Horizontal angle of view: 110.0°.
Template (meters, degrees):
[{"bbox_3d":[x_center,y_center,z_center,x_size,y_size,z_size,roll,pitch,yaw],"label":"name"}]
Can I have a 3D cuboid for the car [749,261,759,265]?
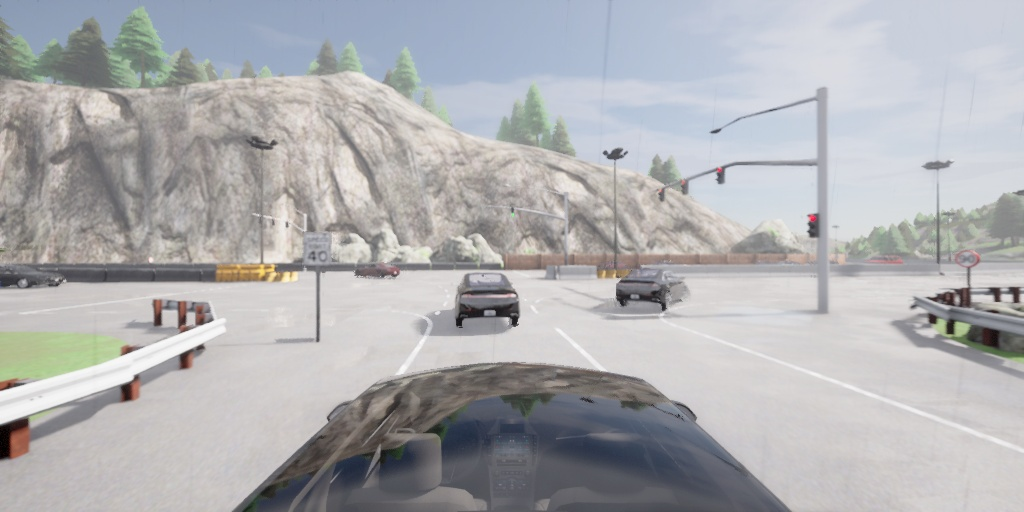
[{"bbox_3d":[37.136,1.376,52.947,4.181,1.385,1.994,0,0,-6],"label":"car"}]

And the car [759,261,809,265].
[{"bbox_3d":[34.623,1.323,45.668,4.674,1.442,1.812,0,0,-7],"label":"car"}]

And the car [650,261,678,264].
[{"bbox_3d":[17.957,1.314,43.633,4.902,1.511,2.128,0,0,-7],"label":"car"}]

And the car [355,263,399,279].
[{"bbox_3d":[-12.930,1.383,34.442,4.674,1.442,1.812,0,-1,27],"label":"car"}]

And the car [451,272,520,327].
[{"bbox_3d":[-0.939,1.275,11.733,2.128,1.511,4.902,0,0,-9],"label":"car"}]

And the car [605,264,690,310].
[{"bbox_3d":[5.949,1.267,14.996,2.128,1.511,4.902,-1,-1,37],"label":"car"}]

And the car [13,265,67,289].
[{"bbox_3d":[-32.322,1.330,23.280,4.892,1.490,1.837,0,0,-7],"label":"car"}]

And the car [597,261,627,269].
[{"bbox_3d":[14.039,1.410,50.207,4.181,1.385,1.994,0,0,-7],"label":"car"}]

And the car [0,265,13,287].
[{"bbox_3d":[-31.823,1.293,19.814,5.008,1.535,1.882,0,0,-7],"label":"car"}]
